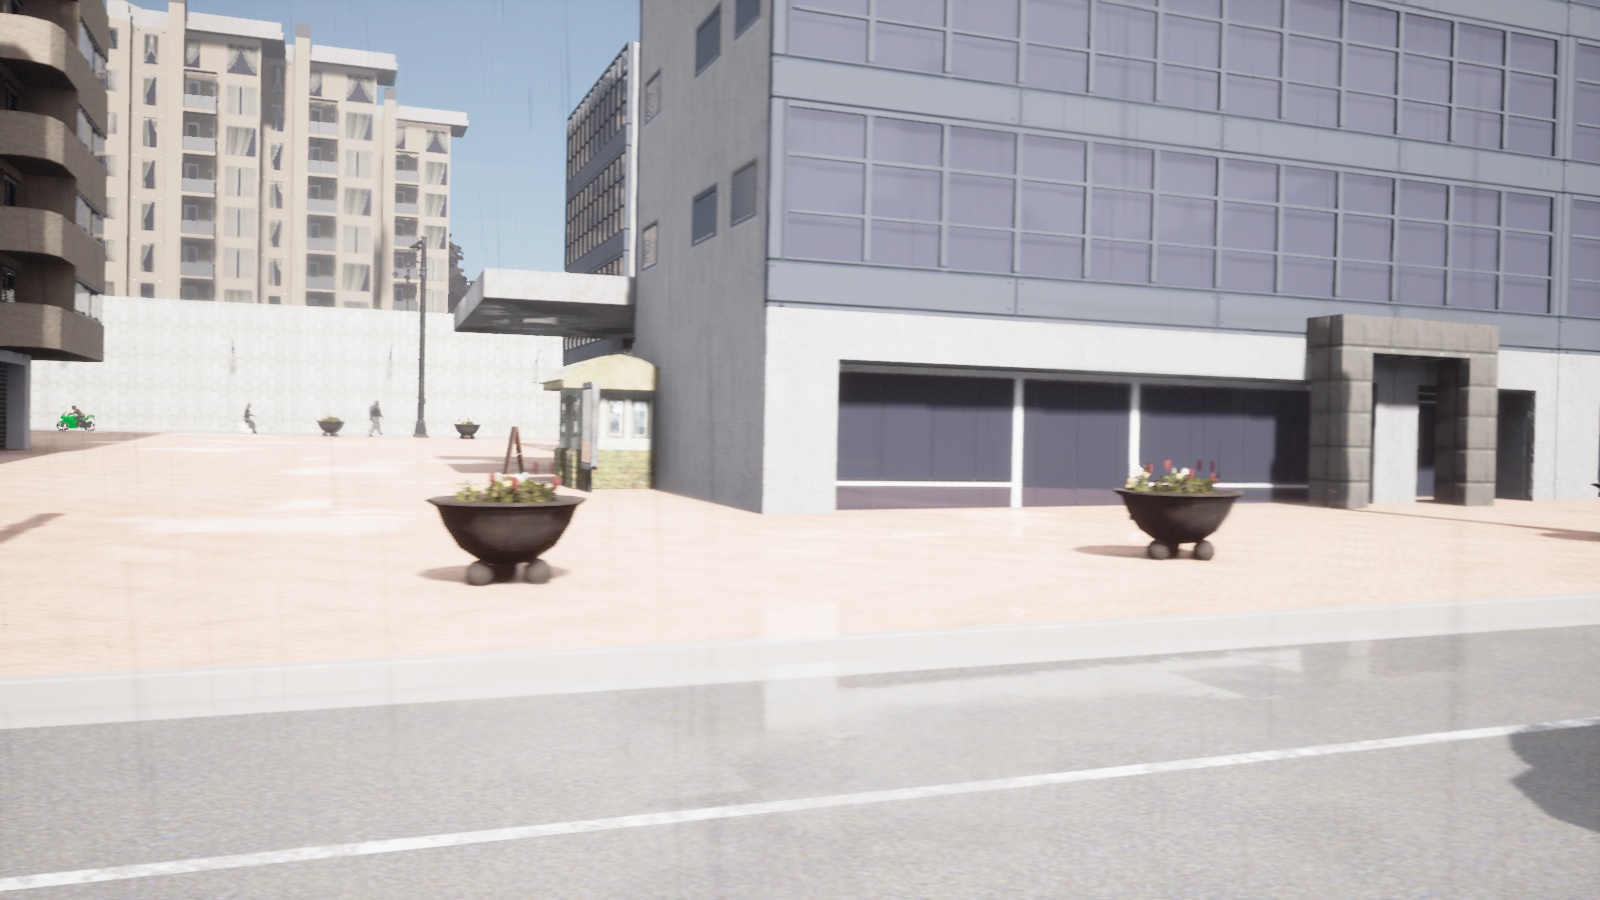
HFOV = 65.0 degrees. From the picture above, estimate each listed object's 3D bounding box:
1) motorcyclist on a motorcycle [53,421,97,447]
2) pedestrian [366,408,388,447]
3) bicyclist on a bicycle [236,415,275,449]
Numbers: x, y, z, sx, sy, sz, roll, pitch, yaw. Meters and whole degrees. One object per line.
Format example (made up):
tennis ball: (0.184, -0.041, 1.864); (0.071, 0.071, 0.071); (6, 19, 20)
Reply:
motorcyclist on a motorcycle: (-41.822, -0.916, 72.476); (2.044, 1.523, 0.797); (0, 1, -19)
pedestrian: (-20.773, -1.113, 61.734); (0.849, 1.883, 0.563); (0, 1, 15)
bicyclist on a bicycle: (-28.605, -0.949, 65.964); (1.843, 1.776, 0.659); (0, 1, -19)
